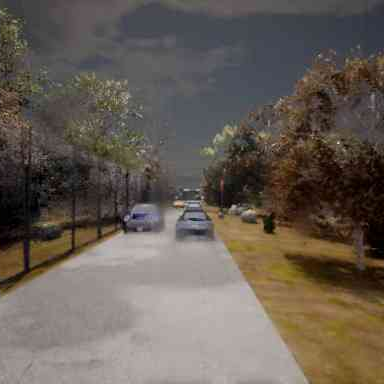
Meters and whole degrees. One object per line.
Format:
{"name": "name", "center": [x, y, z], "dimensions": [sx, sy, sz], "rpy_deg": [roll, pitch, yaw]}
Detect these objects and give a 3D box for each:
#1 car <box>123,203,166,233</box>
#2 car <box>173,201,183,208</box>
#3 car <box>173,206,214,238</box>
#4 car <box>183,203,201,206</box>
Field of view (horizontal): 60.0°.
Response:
{"name": "car", "center": [-2.808, 1.465, 20.269], "dimensions": [2.097, 1.767, 4.553], "rpy_deg": [0, 0, 0]}
{"name": "car", "center": [-2.450, 2.315, 60.975], "dimensions": [1.882, 1.535, 5.008], "rpy_deg": [0, -1, 1]}
{"name": "car", "center": [0.144, 1.659, 18.205], "dimensions": [1.994, 1.385, 4.181], "rpy_deg": [0, -1, 0]}
{"name": "car", "center": [0.226, 1.871, 35.771], "dimensions": [1.812, 1.442, 4.674], "rpy_deg": [0, -1, 0]}
